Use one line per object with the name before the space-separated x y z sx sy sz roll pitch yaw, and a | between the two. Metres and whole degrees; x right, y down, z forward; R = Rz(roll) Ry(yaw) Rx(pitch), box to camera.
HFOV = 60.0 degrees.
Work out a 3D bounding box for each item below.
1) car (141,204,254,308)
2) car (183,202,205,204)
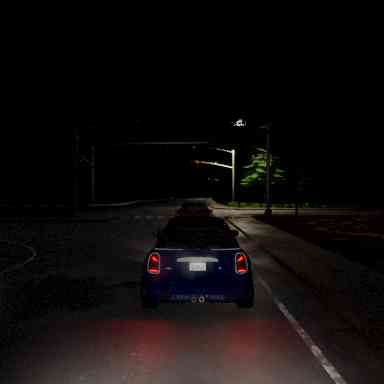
car | 0.101 1.347 8.060 2.097 1.767 4.553 0 0 0
car | 0.106 1.338 18.181 2.097 1.767 4.553 0 0 0
